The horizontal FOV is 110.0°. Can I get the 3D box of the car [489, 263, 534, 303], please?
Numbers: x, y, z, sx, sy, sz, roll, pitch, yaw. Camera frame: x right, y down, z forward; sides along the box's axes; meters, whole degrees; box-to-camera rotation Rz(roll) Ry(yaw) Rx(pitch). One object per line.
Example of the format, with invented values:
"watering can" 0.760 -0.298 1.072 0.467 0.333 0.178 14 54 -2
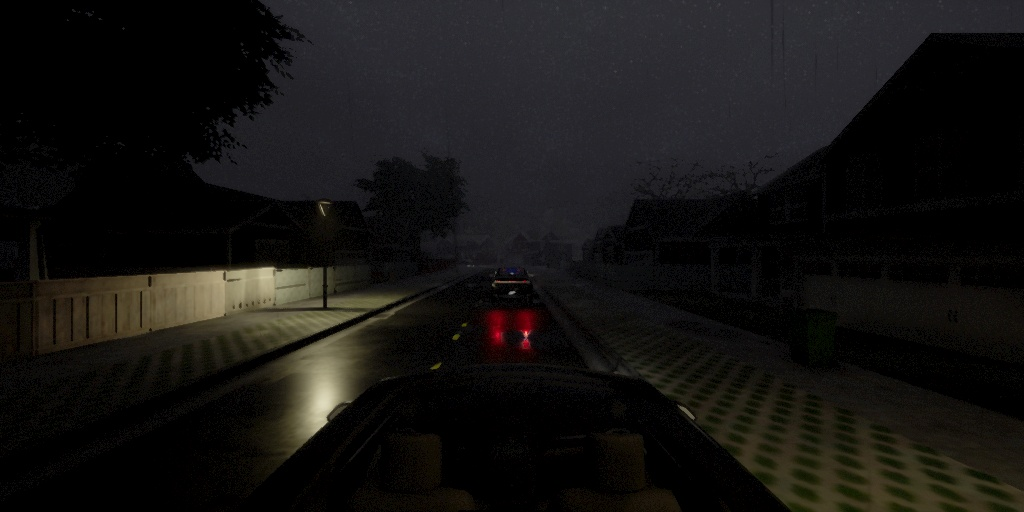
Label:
"car" -0.006 1.242 16.502 2.128 1.511 4.902 0 0 0
